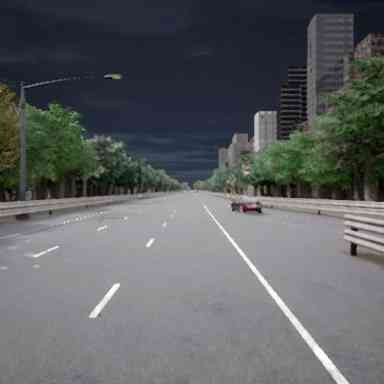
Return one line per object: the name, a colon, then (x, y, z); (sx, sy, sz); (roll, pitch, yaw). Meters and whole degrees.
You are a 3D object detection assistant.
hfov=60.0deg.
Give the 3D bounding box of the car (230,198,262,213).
car: (5.277, 1.297, 32.961); (2.163, 1.488, 4.792); (0, 0, -12)
